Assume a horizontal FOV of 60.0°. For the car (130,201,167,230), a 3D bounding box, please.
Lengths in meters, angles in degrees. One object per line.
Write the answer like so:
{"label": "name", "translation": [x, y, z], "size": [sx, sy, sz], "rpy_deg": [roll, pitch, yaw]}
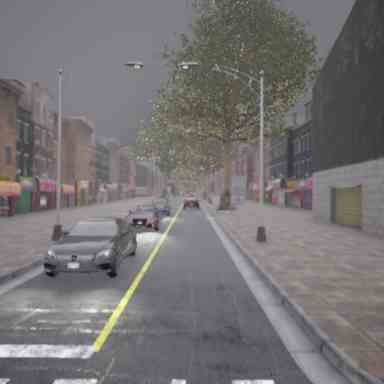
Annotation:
{"label": "car", "translation": [-2.878, 1.503, 20.367], "size": [1.994, 1.385, 4.181], "rpy_deg": [0, 0, 0]}

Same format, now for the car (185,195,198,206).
{"label": "car", "translation": [-0.083, 1.272, 50.959], "size": [1.994, 1.385, 4.181], "rpy_deg": [0, 0, 0]}

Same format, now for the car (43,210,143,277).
{"label": "car", "translation": [-2.859, 1.512, 10.348], "size": [1.812, 1.442, 4.674], "rpy_deg": [0, 0, 0]}

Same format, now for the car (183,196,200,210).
{"label": "car", "translation": [-0.065, 1.269, 40.297], "size": [1.882, 1.535, 5.008], "rpy_deg": [0, 0, 0]}

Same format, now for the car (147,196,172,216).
{"label": "car", "translation": [-2.886, 1.356, 30.652], "size": [1.837, 1.490, 4.892], "rpy_deg": [0, 1, 0]}
